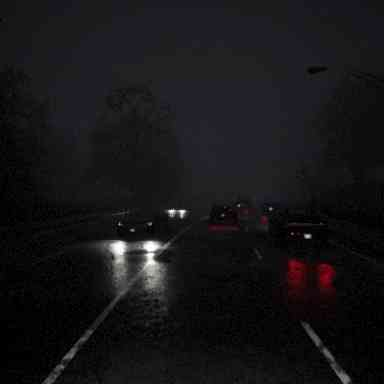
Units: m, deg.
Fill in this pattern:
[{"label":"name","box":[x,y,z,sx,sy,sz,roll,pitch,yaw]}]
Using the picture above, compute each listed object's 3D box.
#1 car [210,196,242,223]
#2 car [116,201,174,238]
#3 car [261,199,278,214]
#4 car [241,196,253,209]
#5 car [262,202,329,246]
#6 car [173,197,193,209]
[{"label":"car","box":[2.458,1.349,24.307,1.882,1.535,5.008,0,0,10]},{"label":"car","box":[-2.370,1.424,17.189,1.812,1.442,4.674,0,0,7]},{"label":"car","box":[7.763,1.366,32.718,1.812,1.442,4.674,0,0,13]},{"label":"car","box":[6.654,1.273,42.300,2.128,1.511,4.902,0,0,16]},{"label":"car","box":[4.594,1.420,14.816,2.128,1.511,4.902,0,0,6]},{"label":"car","box":[-1.255,1.330,40.658,1.994,1.385,4.181,0,0,15]}]
